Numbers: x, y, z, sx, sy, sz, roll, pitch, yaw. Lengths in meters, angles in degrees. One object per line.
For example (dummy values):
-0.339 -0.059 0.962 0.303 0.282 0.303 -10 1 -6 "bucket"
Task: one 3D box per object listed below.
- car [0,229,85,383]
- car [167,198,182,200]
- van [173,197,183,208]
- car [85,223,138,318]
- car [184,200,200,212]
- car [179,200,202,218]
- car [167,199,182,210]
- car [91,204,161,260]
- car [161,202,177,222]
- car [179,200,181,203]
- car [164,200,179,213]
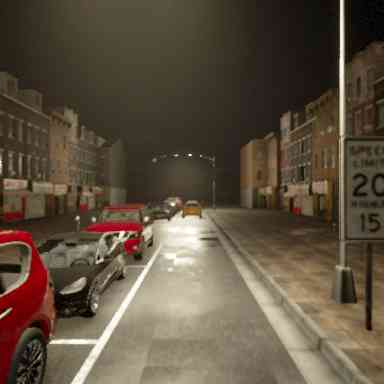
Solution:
-2.644 1.335 2.164 2.192 1.841 5.009 0 -1 0 "car"
-2.639 1.744 45.577 2.192 1.841 5.009 0 -1 0 "car"
-2.637 1.935 61.858 1.690 1.788 3.998 -1 -1 0 "van"
-2.642 1.634 7.588 1.947 1.339 4.313 0 -1 0 "car"
0.034 1.923 45.847 2.128 1.511 4.902 0 -1 1 "car"
0.012 1.788 33.388 1.882 1.535 5.008 0 -1 0 "car"
-2.638 1.923 51.003 1.967 1.590 4.097 0 -1 0 "car"
-2.643 1.433 13.018 2.192 1.841 5.009 0 -1 0 "car"
-2.639 1.821 29.295 2.008 1.369 4.403 0 -1 0 "car"
-2.638 1.941 40.149 1.947 1.339 4.313 0 -1 0 "car"
-2.639 1.846 34.553 1.752 1.417 4.829 0 -1 0 "car"
